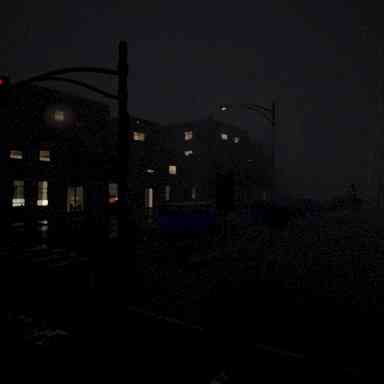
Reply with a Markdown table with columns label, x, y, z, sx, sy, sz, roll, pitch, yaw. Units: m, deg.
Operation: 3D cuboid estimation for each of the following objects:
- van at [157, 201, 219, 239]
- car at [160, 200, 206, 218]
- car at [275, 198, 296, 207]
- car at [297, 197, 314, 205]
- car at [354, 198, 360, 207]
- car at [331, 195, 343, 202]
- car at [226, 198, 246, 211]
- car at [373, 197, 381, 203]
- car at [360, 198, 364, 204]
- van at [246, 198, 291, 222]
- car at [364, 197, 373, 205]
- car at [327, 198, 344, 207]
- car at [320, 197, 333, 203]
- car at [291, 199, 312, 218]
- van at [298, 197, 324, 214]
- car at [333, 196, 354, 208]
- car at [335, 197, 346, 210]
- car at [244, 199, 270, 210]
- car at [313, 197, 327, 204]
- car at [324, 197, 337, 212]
| label | x | y | z | sx | sy | sz | roll | pitch | yaw |
| --- | --- | --- | --- | --- | --- | --- | --- | --- | --- |
| van | -0.117 | 1.406 | 17.645 | 1.690 | 1.788 | 3.998 | 0 | 0 | 35 |
| car | -0.734 | 1.557 | 31.374 | 1.752 | 1.417 | 4.829 | 0 | 0 | 35 |
| car | 15.203 | 1.664 | 54.127 | 1.887 | 1.381 | 4.507 | 0 | 0 | 35 |
| car | 21.538 | 1.704 | 63.172 | 1.887 | 1.381 | 4.507 | 0 | 0 | 35 |
| car | 25.226 | 1.516 | 53.828 | 2.192 | 1.841 | 5.009 | 0 | 0 | 35 |
| car | 37.377 | 1.711 | 85.785 | 1.967 | 1.590 | 4.097 | 0 | 0 | 35 |
| car | 5.700 | 1.505 | 40.560 | 1.967 | 1.590 | 4.097 | 0 | 0 | 35 |
| car | 44.231 | 1.899 | 80.963 | 1.947 | 1.339 | 4.313 | 0 | 0 | 35 |
| car | 28.490 | 1.747 | 58.489 | 1.752 | 1.417 | 4.829 | 0 | 0 | 35 |
| van | 6.218 | 1.435 | 26.691 | 1.690 | 1.788 | 3.998 | 0 | 0 | 35 |
| car | 34.728 | 1.809 | 67.395 | 1.887 | 1.381 | 4.507 | 0 | 0 | 35 |
| car | 25.091 | 1.795 | 58.146 | 1.895 | 1.301 | 4.718 | 1 | 0 | 35 |
| car | 31.041 | 1.791 | 76.740 | 1.947 | 1.339 | 4.313 | 0 | 0 | 35 |
| car | 9.385 | 1.655 | 31.213 | 1.887 | 1.381 | 4.507 | 0 | 0 | 35 |
| van | 12.554 | 1.468 | 35.736 | 1.690 | 1.788 | 3.998 | 0 | 0 | 35 |
| car | 22.058 | 1.496 | 49.305 | 2.192 | 1.841 | 5.009 | 0 | 0 | 35 |
| car | 18.888 | 1.728 | 44.781 | 1.947 | 1.339 | 4.313 | 0 | 0 | 35 |
| car | 8.867 | 1.627 | 45.082 | 1.887 | 1.381 | 4.507 | 0 | 0 | 35 |
| car | 27.776 | 1.727 | 72.078 | 1.752 | 1.417 | 4.829 | 0 | 0 | 35 |
| car | 15.819 | 1.670 | 40.399 | 1.752 | 1.417 | 4.829 | 0 | 0 | 35 |
